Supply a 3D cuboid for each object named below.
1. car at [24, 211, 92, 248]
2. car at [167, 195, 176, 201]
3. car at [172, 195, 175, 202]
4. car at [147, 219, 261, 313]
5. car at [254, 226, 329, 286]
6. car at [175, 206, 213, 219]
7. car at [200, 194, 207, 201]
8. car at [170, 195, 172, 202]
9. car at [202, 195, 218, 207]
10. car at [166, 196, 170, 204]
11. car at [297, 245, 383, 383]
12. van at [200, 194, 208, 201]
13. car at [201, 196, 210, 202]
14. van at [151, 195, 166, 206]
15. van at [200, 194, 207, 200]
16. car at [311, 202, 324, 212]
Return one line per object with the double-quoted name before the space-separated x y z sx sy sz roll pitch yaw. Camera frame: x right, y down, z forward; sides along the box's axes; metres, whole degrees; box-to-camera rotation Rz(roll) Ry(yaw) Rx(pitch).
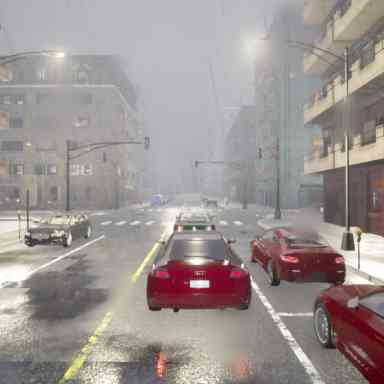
"car" -5.766 1.554 14.798 2.008 1.369 4.403 1 0 0
"car" -5.271 1.554 86.858 1.887 1.381 4.507 1 0 0
"car" -5.347 1.575 75.518 1.947 1.339 4.313 1 0 0
"car" 0.108 1.566 7.779 1.994 1.385 4.181 0 0 -1
"car" 2.670 1.584 9.057 1.802 1.307 4.206 1 0 0
"car" 0.107 1.604 16.597 1.895 1.301 4.718 0 0 0
"car" 2.995 1.558 69.767 2.008 1.369 4.403 1 0 0
"car" -5.421 1.448 64.176 1.967 1.590 4.097 1 0 0
"car" 2.978 1.558 51.179 2.008 1.369 4.403 1 0 0
"car" -5.460 1.574 58.506 1.947 1.339 4.313 1 0 0
"car" 2.669 1.583 3.386 1.802 1.307 4.206 1 0 0
"van" 3.112 1.349 86.777 1.690 1.788 3.998 1 0 0
"car" 3.033 1.590 75.437 1.802 1.307 4.206 1 0 0
"van" -5.570 1.349 52.843 1.690 1.788 3.998 1 0 0
"van" 3.150 1.349 92.448 1.690 1.788 3.998 1 0 0
"car" 15.558 1.518 36.948 4.507 1.381 1.887 0 -1 1
